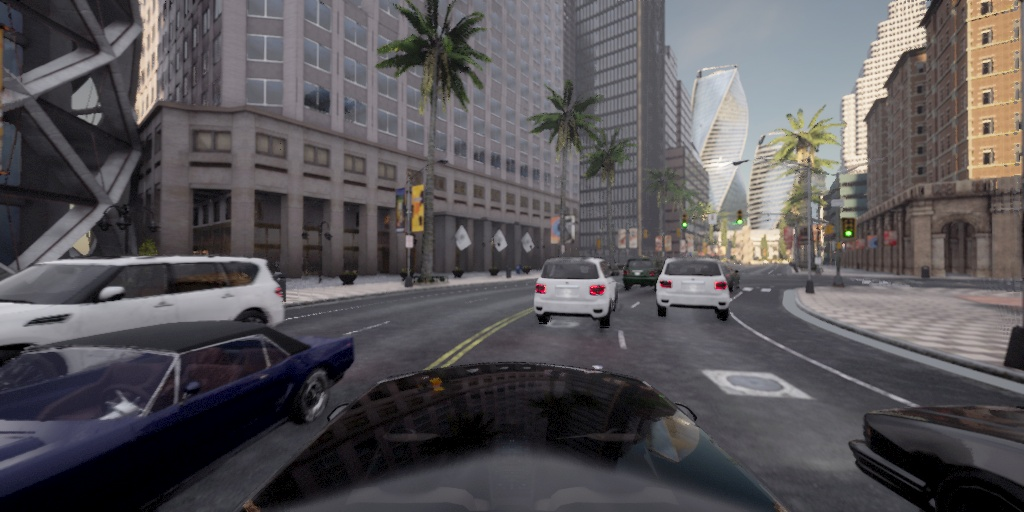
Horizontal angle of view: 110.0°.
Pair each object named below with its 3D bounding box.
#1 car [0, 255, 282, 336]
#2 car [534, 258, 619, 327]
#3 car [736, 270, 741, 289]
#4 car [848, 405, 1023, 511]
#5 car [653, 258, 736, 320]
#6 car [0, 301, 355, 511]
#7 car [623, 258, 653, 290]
[{"bbox_3d":[-6.588,1.000,5.995,2.150,2.045,5.566,0,-1,8],"label":"car"},{"bbox_3d":[2.353,1.074,12.242,2.150,2.045,5.566,0,0,19],"label":"car"},{"bbox_3d":[13.727,1.323,23.789,2.097,1.767,4.553,0,-1,38],"label":"car"},{"bbox_3d":[3.802,1.292,0.481,2.033,1.411,5.357,0,-1,-2],"label":"car"},{"bbox_3d":[6.739,1.091,13.679,2.150,2.045,5.566,0,-1,23],"label":"car"},{"bbox_3d":[-3.380,1.358,3.084,1.895,1.301,4.718,0,-1,4],"label":"car"},{"bbox_3d":[9.067,1.183,23.613,2.150,2.045,5.566,0,-1,36],"label":"car"}]
